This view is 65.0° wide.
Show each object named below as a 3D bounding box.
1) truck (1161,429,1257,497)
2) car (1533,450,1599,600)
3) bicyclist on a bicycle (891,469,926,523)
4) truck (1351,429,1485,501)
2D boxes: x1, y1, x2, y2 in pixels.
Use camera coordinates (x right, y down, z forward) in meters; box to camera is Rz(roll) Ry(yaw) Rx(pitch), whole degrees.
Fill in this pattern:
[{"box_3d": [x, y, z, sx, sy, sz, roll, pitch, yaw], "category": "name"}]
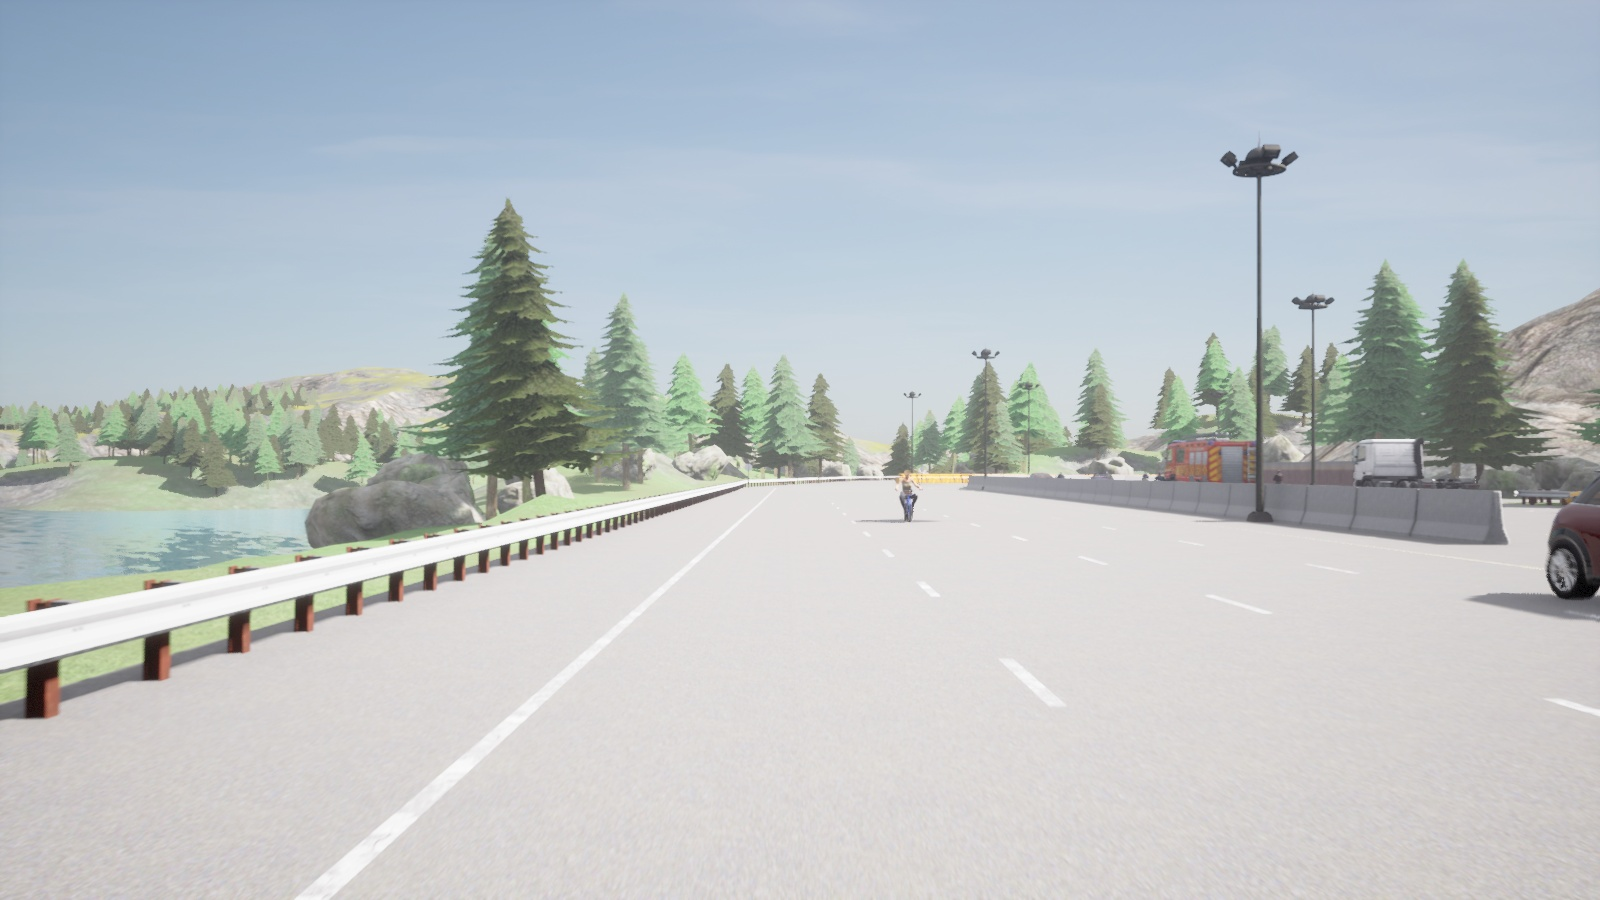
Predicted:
[{"box_3d": [24.272, 0.809, 75.014, 2.891, 3.827, 8.468, 0, -1, 0], "category": "truck"}, {"box_3d": [10.467, 0.862, 13.839, 2.097, 1.767, 4.553, 0, -1, 0], "category": "car"}, {"box_3d": [3.308, 1.379, 38.307, 0.866, 1.612, 1.509, 0, -1, -2], "category": "bicyclist on a bicycle"}, {"box_3d": [31.333, 0.781, 64.123, 2.891, 3.462, 7.936, 0, -1, 0], "category": "truck"}]
